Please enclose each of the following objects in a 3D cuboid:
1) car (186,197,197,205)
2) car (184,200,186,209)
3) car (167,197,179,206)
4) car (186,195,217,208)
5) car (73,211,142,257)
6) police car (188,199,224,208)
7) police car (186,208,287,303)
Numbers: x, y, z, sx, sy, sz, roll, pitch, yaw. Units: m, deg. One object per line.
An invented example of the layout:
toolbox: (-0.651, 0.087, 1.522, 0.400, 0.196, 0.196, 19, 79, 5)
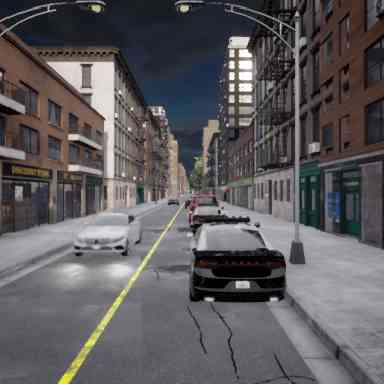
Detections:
car: (-0.092, 1.622, 59.873, 1.994, 1.385, 4.181, 0, 0, 0)
car: (-0.058, 1.542, 46.482, 1.837, 1.490, 4.892, 0, 0, 0)
car: (-3.085, 1.598, 55.430, 2.033, 1.411, 5.357, 0, 0, 0)
car: (0.863, 1.236, 24.348, 2.150, 2.045, 5.566, 0, 0, 0)
car: (-3.121, 1.528, 13.161, 1.812, 1.442, 4.674, 0, 0, 0)
police car: (0.872, 1.431, 18.427, 1.930, 1.638, 5.238, 0, 0, 0)
police car: (0.887, 1.426, 8.427, 1.930, 1.638, 5.238, 0, 0, 0)
